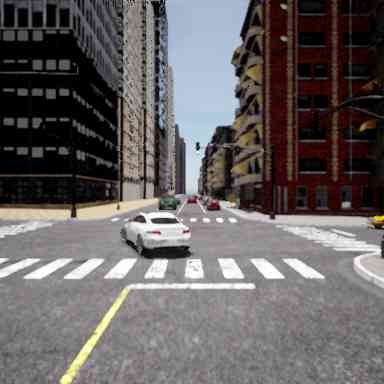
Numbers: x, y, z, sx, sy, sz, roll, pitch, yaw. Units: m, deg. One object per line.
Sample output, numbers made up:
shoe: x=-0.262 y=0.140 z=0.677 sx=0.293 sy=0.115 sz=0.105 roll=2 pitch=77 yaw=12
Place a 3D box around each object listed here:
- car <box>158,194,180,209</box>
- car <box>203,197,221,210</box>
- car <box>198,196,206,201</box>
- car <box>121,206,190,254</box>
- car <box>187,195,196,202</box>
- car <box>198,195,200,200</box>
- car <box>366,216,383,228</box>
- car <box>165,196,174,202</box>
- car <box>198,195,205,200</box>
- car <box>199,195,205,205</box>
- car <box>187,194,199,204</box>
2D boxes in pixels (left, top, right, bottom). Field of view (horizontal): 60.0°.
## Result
car: x=-3.108 y=1.263 z=42.998 sx=2.150 sy=2.045 sz=5.566 roll=0 pitch=0 yaw=0
car: x=2.728 y=1.623 z=42.636 sx=1.802 sy=1.307 sz=4.206 roll=0 pitch=0 yaw=0
car: x=2.662 y=1.695 z=89.445 sx=1.802 sy=1.307 sz=4.206 roll=0 pitch=0 yaw=0
car: x=-1.549 y=1.529 z=13.553 sx=1.812 sy=1.442 sz=4.674 roll=1 pitch=0 yaw=-23
car: x=-0.023 y=1.473 z=75.236 sx=1.994 sy=1.385 sz=4.181 roll=0 pitch=0 yaw=0
car: x=2.672 y=1.618 z=61.201 sx=2.008 sy=1.369 sz=4.403 roll=0 pitch=0 yaw=0
car: x=14.636 y=1.851 z=22.957 sx=4.829 sy=1.417 sz=1.752 roll=1 pitch=-1 yaw=0
car: x=-5.716 y=1.654 z=83.793 sx=2.008 sy=1.369 sz=4.403 roll=0 pitch=0 yaw=0
car: x=2.660 y=1.563 z=95.093 sx=1.967 sy=1.590 sz=4.097 roll=0 pitch=0 yaw=0
car: x=2.673 y=1.610 z=55.553 sx=2.008 sy=1.369 sz=4.403 roll=0 pitch=0 yaw=0
car: x=-0.020 y=1.637 z=65.200 sx=1.994 sy=1.385 sz=4.181 roll=0 pitch=0 yaw=0
